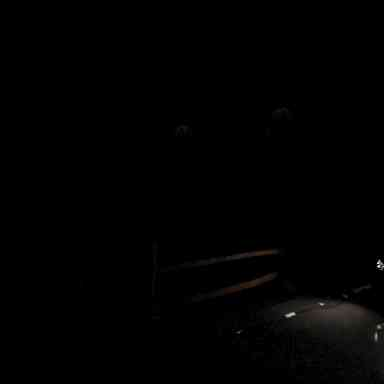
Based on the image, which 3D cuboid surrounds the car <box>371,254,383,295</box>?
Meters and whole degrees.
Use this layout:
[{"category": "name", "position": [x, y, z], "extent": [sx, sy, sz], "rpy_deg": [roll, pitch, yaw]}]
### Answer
[{"category": "car", "position": [5.740, 1.380, 7.142], "extent": [4.674, 1.442, 1.812], "rpy_deg": [-1, 1, -35]}]
